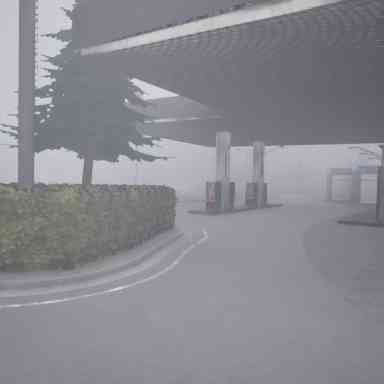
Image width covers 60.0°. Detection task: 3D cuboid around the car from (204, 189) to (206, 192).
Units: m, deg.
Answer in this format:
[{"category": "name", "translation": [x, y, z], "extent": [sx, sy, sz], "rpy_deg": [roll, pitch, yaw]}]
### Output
[{"category": "car", "translation": [4.898, -0.326, 65.594], "extent": [5.027, 1.636, 2.152], "rpy_deg": [2, 2, 35]}]

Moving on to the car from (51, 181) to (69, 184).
[{"category": "car", "translation": [-26.765, -1.255, 65.450], "extent": [3.866, 1.878, 1.905], "rpy_deg": [2, 2, 35]}]

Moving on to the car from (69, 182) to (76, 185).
[{"category": "car", "translation": [-25.428, -1.281, 68.062], "extent": [4.605, 1.855, 1.932], "rpy_deg": [2, 2, 35]}]

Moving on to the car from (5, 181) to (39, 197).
[{"category": "car", "translation": [-21.753, -0.461, 42.421], "extent": [4.605, 1.855, 1.932], "rpy_deg": [2, 2, 35]}]

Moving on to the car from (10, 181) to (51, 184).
[{"category": "car", "translation": [-17.221, -0.176, 35.204], "extent": [3.866, 1.878, 1.905], "rpy_deg": [2, 2, 35]}]
